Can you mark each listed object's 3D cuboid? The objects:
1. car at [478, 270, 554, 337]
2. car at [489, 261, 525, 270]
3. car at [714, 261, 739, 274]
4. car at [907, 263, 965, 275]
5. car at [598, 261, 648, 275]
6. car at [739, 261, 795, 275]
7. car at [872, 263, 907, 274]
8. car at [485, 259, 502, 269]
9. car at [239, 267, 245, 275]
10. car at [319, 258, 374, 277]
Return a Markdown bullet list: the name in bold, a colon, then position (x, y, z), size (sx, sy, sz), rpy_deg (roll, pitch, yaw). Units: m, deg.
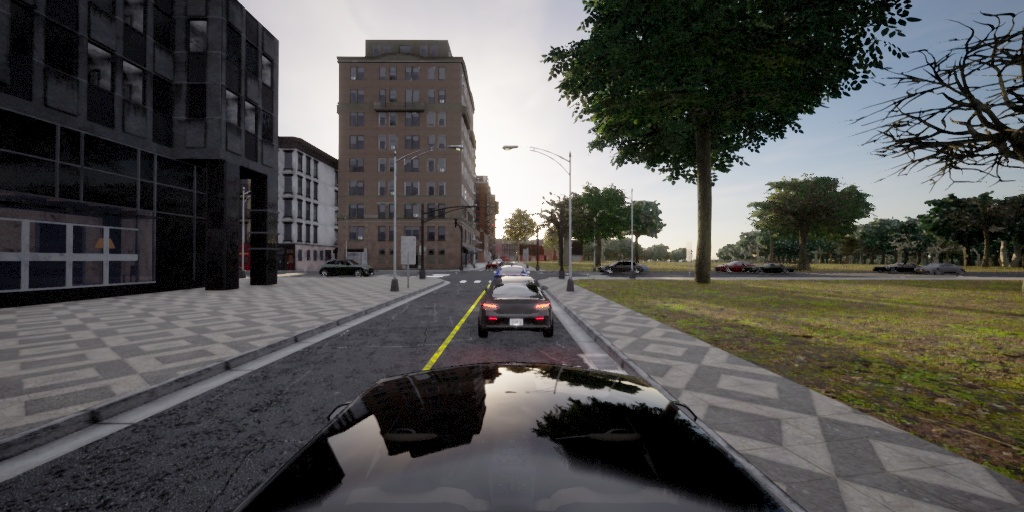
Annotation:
- **car**: position (0.076, 1.280, 10.143), size (1.812, 1.442, 4.674), rpy_deg (0, 0, -1)
- **car**: position (-0.014, 1.241, 19.532), size (1.882, 1.535, 5.008), rpy_deg (0, 0, 0)
- **car**: position (27.242, 1.346, 43.446), size (5.008, 1.535, 1.882), rpy_deg (0, -1, 0)
- **car**: position (47.818, 1.463, 40.198), size (4.181, 1.385, 1.994), rpy_deg (0, -1, 0)
- **car**: position (12.141, 1.322, 40.132), size (4.892, 1.490, 1.837), rpy_deg (0, -1, -1)
- **car**: position (28.687, 1.435, 40.202), size (4.718, 1.301, 1.895), rpy_deg (0, -1, 0)
- **car**: position (46.775, 1.504, 43.452), size (4.718, 1.301, 1.895), rpy_deg (0, -1, 0)
- **car**: position (-3.082, 1.429, 56.216), size (1.895, 1.301, 4.718), rpy_deg (0, 0, 1)
- **car**: position (-29.909, 1.264, 36.471), size (4.892, 1.490, 1.837), rpy_deg (1, -1, 0)
- **car**: position (-15.245, 1.074, 33.293), size (4.553, 1.767, 2.097), rpy_deg (0, -1, 0)
